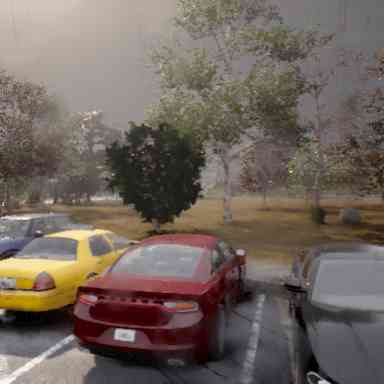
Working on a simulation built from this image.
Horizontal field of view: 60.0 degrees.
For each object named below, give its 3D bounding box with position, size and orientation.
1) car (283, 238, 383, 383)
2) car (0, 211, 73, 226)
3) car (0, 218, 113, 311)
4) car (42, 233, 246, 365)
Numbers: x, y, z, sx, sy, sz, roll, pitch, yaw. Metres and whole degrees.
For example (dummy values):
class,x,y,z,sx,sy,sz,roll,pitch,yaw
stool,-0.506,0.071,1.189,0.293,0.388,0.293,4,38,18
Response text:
class,x,y,z,sx,sy,sz,roll,pitch,yaw
car,2.313,1.491,4.471,2.097,1.535,5.008,0,-1,15
car,-4.975,1.453,9.621,2.185,1.767,4.553,0,-1,15
car,-2.504,1.549,8.074,1.946,1.575,5.366,-1,-1,15
car,-0.125,1.520,6.180,2.097,1.535,5.008,-1,-1,15
